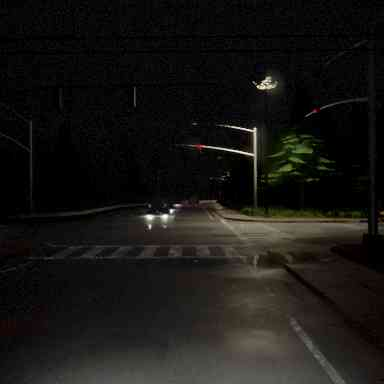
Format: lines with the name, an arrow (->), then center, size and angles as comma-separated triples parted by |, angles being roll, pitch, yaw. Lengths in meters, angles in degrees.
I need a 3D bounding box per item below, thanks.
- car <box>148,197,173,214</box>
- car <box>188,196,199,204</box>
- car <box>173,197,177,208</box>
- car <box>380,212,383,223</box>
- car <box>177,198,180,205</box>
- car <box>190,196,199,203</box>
car -> -3.615, 1.465, 36.735 | 2.097, 1.767, 4.553 | 0, 0, 0
car -> 0.312, 1.689, 65.344 | 1.812, 1.442, 4.674 | 0, 0, 2
car -> -3.598, 1.640, 47.605 | 1.837, 1.490, 4.892 | 0, 1, 0
car -> 15.142, 1.485, 22.020 | 5.008, 1.535, 1.882 | 0, 0, 1
car -> -3.331, 1.742, 63.797 | 1.994, 1.385, 4.181 | 0, 0, 2
car -> 0.631, 1.629, 75.652 | 1.837, 1.490, 4.892 | 0, 0, 2
